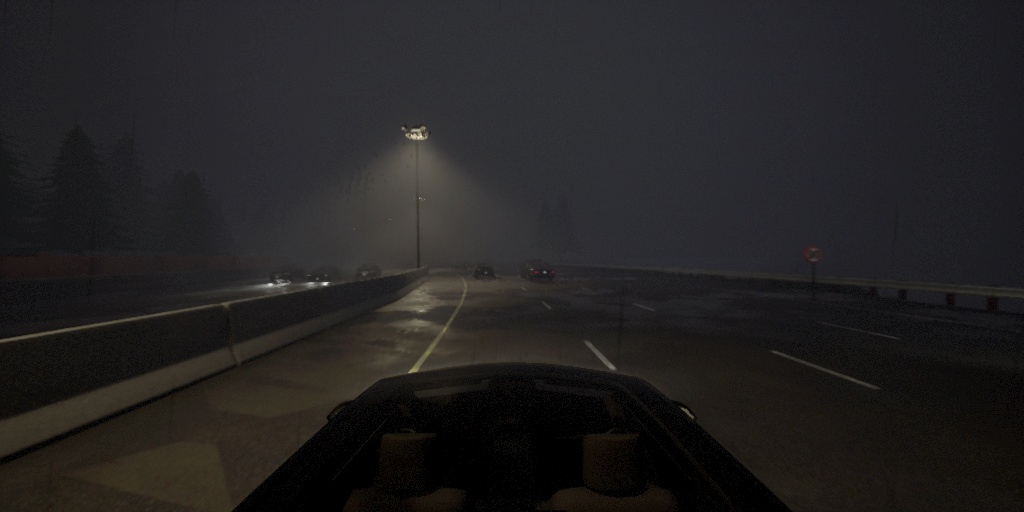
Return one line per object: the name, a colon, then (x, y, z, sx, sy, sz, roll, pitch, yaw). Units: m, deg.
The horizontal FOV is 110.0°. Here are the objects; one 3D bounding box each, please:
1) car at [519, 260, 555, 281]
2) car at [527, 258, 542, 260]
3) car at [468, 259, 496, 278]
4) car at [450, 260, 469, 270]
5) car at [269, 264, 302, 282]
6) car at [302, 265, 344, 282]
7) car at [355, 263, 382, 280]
car: (1.977, 1.276, 29.592, 2.033, 1.411, 5.357, -1, 0, -12)
car: (2.467, 1.077, 42.406, 2.097, 1.767, 4.553, -1, 0, -13)
car: (-2.814, 1.330, 34.356, 1.812, 1.442, 4.674, 0, 0, -12)
car: (-8.608, 1.449, 57.603, 2.033, 1.411, 5.357, -1, 0, -22)
car: (-20.814, 1.575, 33.458, 2.128, 1.511, 4.902, -1, 0, -12)
car: (-17.182, 1.574, 33.321, 2.033, 1.411, 5.357, -1, 0, -11)
car: (-14.076, 1.471, 35.409, 2.128, 1.511, 4.902, -1, 0, -12)
